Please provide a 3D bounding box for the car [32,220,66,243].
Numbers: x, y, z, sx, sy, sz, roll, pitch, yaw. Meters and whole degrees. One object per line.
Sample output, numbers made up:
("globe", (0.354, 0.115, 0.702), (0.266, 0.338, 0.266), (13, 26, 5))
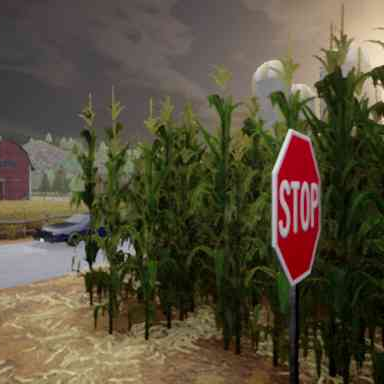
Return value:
("car", (-5.027, 1.742, 16.718), (2.033, 1.411, 5.357), (0, 0, 35))
